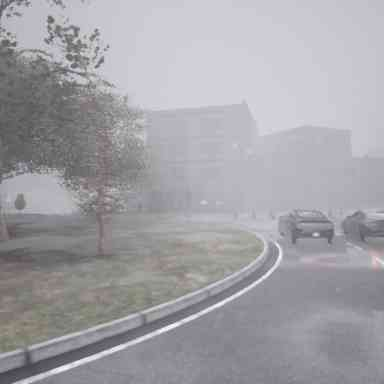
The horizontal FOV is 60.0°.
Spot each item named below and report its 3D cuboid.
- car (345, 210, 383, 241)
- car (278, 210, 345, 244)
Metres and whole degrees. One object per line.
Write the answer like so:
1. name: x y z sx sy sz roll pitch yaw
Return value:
1. car: 9.153 1.642 17.124 1.812 1.442 4.674 -1 -1 11
2. car: 5.572 1.632 16.730 2.128 1.511 4.902 0 -1 5
